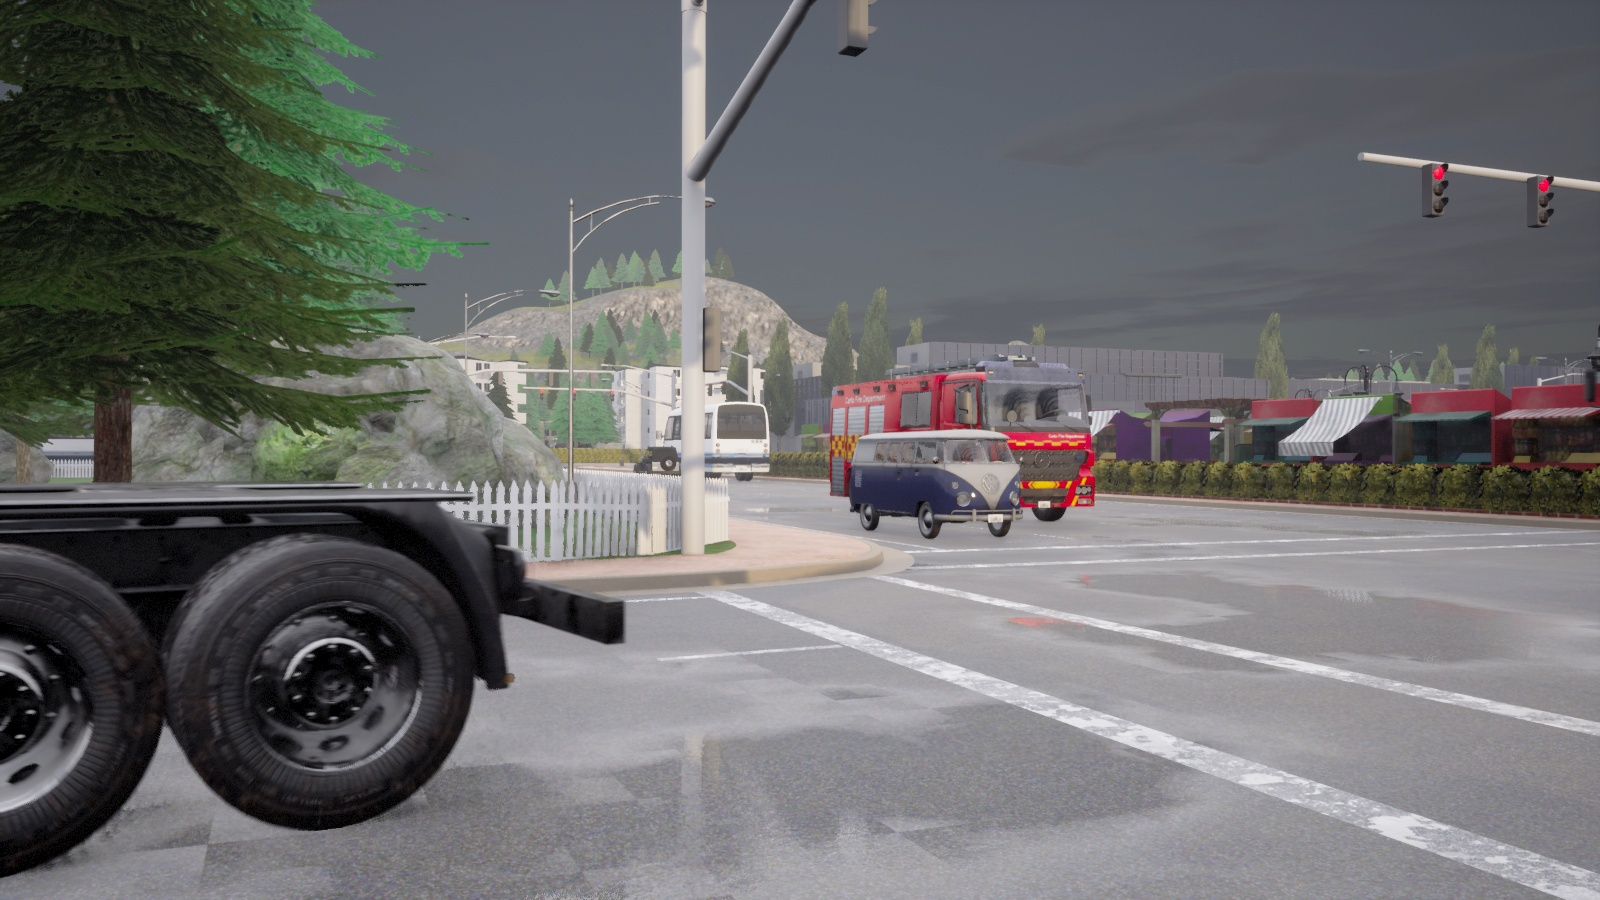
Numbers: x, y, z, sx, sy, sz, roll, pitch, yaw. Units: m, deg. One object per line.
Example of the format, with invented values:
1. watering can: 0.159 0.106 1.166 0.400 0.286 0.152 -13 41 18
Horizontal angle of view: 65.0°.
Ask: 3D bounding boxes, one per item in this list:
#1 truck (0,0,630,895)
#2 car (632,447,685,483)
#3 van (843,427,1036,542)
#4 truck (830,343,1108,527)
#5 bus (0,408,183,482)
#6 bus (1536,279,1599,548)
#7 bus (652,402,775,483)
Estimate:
1. truck: -4.873 -0.216 4.606 7.936 3.462 2.891 0 0 -32
2. car: -7.748 0.780 68.369 1.905 1.878 3.866 0 0 -22
3. van: 2.553 0.607 24.141 1.775 1.987 4.442 0 0 -22
4. truck: 3.741 -0.298 30.549 2.891 3.827 8.468 0 0 -22
5. bus: -42.870 -0.301 75.260 10.273 4.253 3.944 0 0 -21
6. bus: 17.811 -0.600 19.771 10.273 4.253 3.944 -1 2 -4
7. bus: -5.085 -0.391 71.120 3.944 4.253 10.273 0 0 -22
